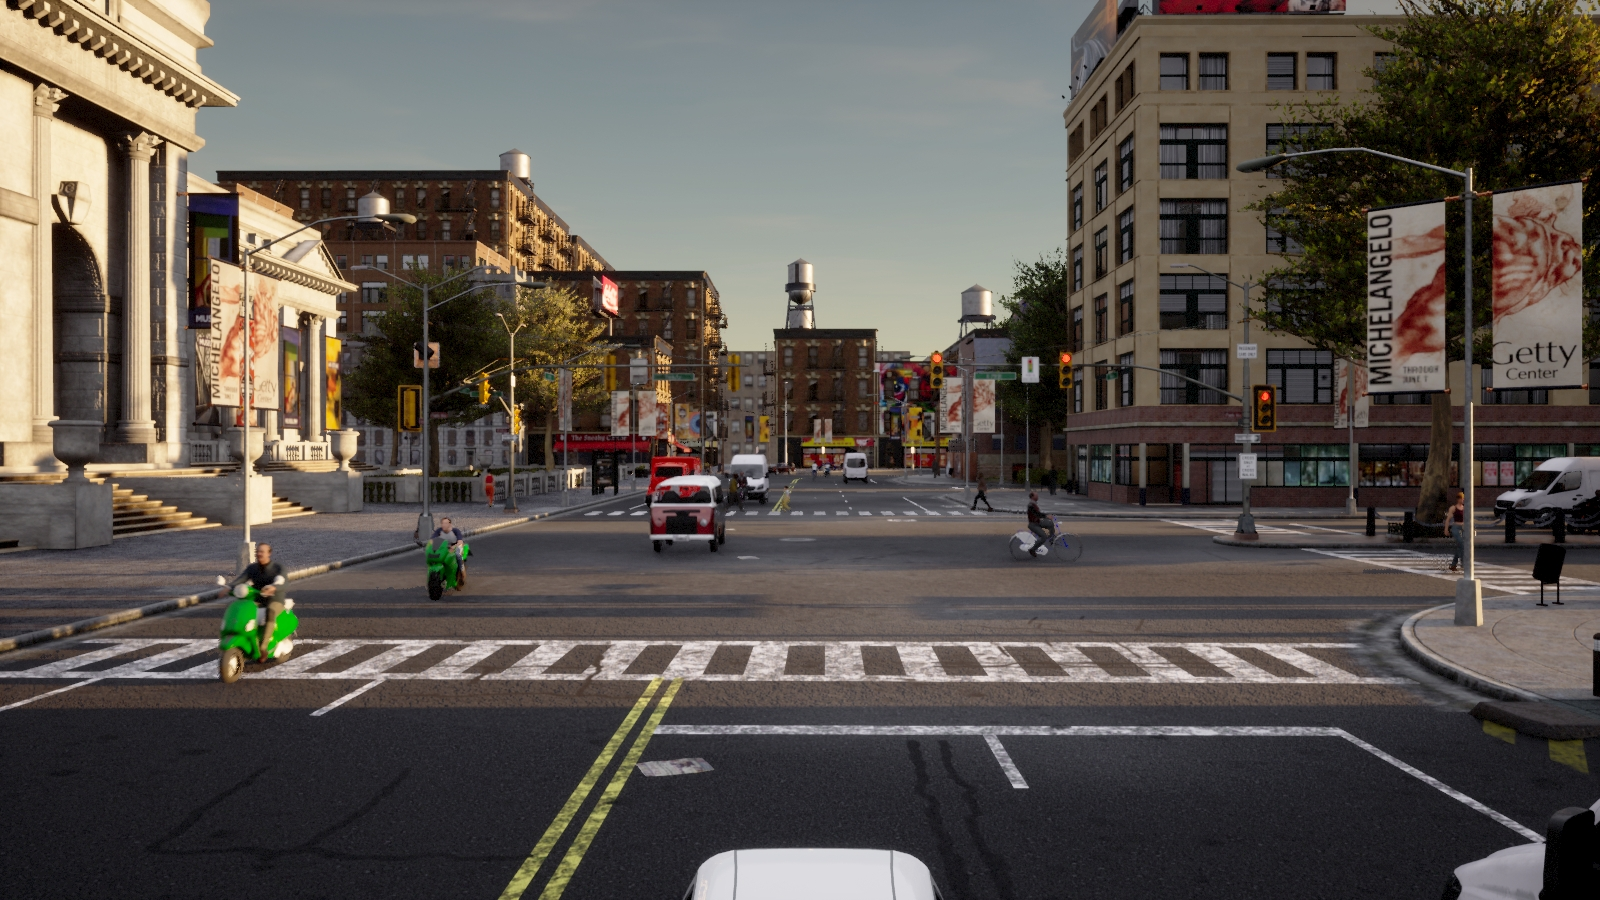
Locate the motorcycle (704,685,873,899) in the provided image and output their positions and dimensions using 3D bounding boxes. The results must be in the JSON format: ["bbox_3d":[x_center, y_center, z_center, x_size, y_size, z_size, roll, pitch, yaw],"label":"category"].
[{"bbox_3d":[-0.047,2.182,6.691,0.856,1.236,1.805,0,0,1],"label":"motorcycle"}]

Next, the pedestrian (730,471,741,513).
[{"bbox_3d":[-2.855,1.849,50.391,0.375,1.860,0.375,0,0,23],"label":"pedestrian"}]

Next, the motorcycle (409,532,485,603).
[{"bbox_3d":[-6.733,2.213,21.875,0.803,1.145,2.033,0,0,1],"label":"motorcycle"}]

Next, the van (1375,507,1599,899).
[{"bbox_3d":[3.538,1.534,2.141,1.988,2.561,5.915,0,0,1],"label":"van"}]

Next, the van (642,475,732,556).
[{"bbox_3d":[-3.118,1.782,32.418,2.069,2.038,4.480,0,0,1],"label":"van"}]

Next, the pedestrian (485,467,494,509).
[{"bbox_3d":[-13.999,1.697,51.477,0.375,1.860,0.375,0,0,-16],"label":"pedestrian"}]

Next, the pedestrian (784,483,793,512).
[{"bbox_3d":[-0.518,2.128,51.234,0.375,1.300,0.375,0,0,-9],"label":"pedestrian"}]

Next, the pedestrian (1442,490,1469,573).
[{"bbox_3d":[14.895,1.848,25.965,0.375,1.860,0.375,0,0,-3],"label":"pedestrian"}]

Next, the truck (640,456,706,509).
[{"bbox_3d":[-6.292,1.569,57.282,2.627,2.467,5.204,0,0,1],"label":"truck"}]

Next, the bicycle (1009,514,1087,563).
[{"bbox_3d":[6.177,2.207,28.539,1.835,1.171,0.329,-2,-1,27],"label":"bicycle"}]

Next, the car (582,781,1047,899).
[{"bbox_3d":[0.047,2.120,3.817,1.481,1.376,2.207,0,0,0],"label":"car"}]

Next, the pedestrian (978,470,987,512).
[{"bbox_3d":[8.218,1.848,51.442,0.375,1.860,0.375,0,0,4],"label":"pedestrian"}]

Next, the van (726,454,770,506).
[{"bbox_3d":[-2.736,1.534,60.918,1.988,2.561,5.915,0,0,1],"label":"van"}]

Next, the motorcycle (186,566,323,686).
[{"bbox_3d":[-6.860,2.182,14.476,0.856,1.236,1.805,0,0,1],"label":"motorcycle"}]

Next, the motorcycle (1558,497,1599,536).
[{"bbox_3d":[26.649,2.205,38.041,2.209,1.251,0.867,0,0,1],"label":"motorcycle"}]

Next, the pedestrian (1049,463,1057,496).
[{"bbox_3d":[14.411,1.696,65.125,0.375,1.860,0.375,0,0,-1],"label":"pedestrian"}]

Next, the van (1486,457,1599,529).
[{"bbox_3d":[28.485,1.534,41.518,5.915,2.561,1.988,0,0,1],"label":"van"}]

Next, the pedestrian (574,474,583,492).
[{"bbox_3d":[-13.835,2.076,71.428,0.500,1.100,0.500,0,0,-8],"label":"pedestrian"}]
